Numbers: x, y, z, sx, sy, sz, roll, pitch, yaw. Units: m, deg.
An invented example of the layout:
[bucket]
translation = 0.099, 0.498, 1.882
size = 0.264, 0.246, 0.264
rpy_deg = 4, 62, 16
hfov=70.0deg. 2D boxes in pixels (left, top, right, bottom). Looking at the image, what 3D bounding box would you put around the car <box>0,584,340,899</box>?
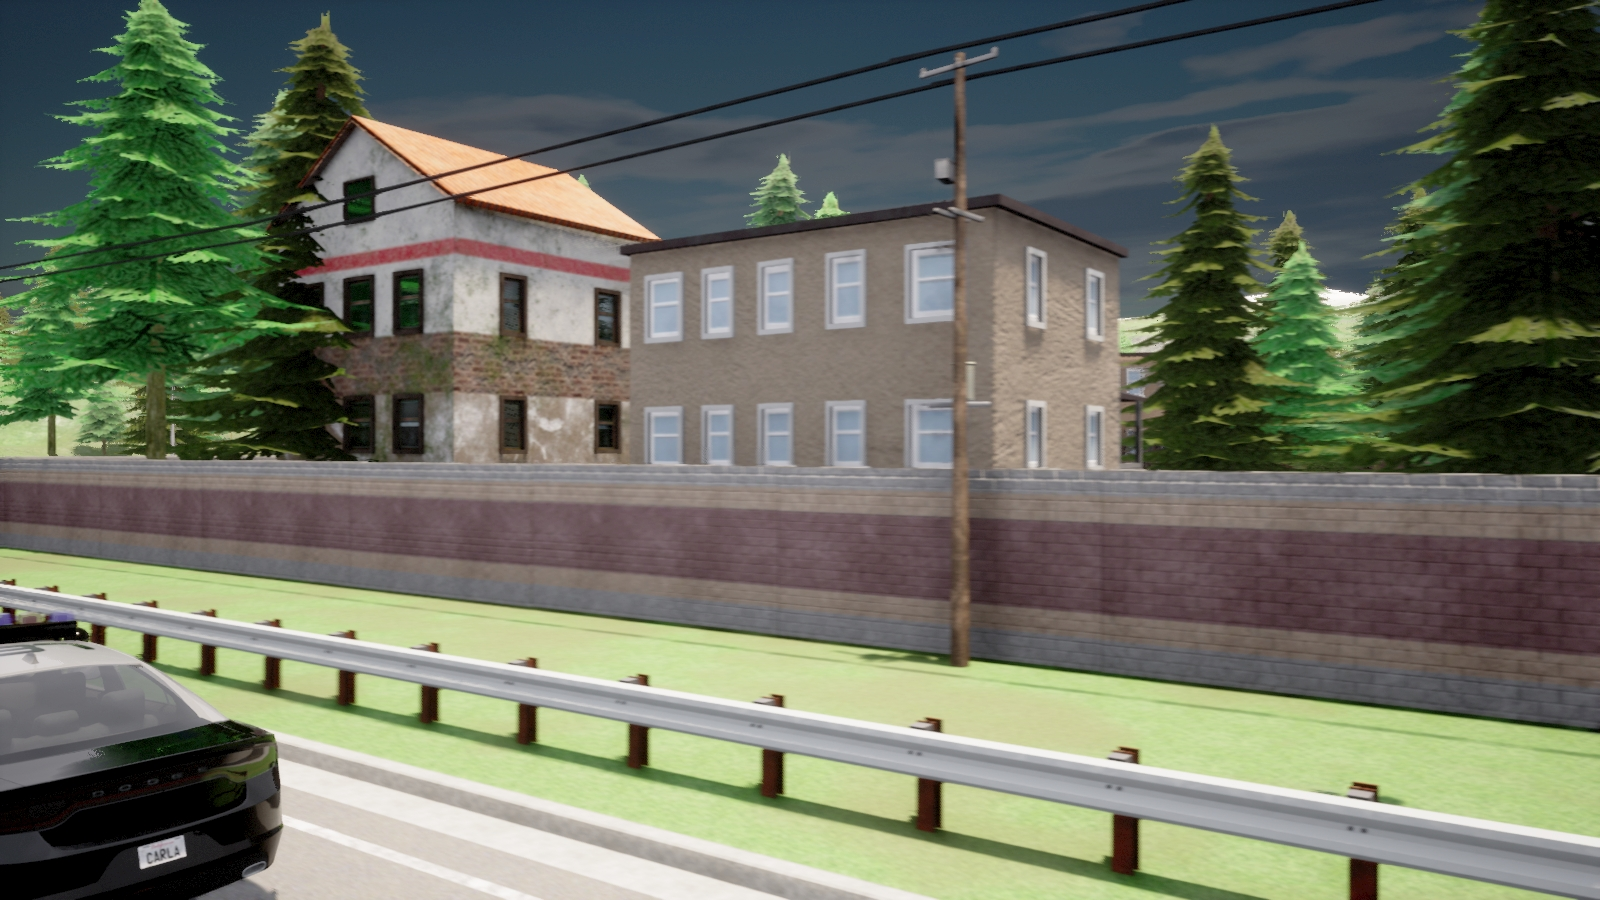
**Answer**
[car]
translation = -5.585, 1.982, 7.694
size = 5.238, 1.638, 2.097
rpy_deg = 0, 0, 35
